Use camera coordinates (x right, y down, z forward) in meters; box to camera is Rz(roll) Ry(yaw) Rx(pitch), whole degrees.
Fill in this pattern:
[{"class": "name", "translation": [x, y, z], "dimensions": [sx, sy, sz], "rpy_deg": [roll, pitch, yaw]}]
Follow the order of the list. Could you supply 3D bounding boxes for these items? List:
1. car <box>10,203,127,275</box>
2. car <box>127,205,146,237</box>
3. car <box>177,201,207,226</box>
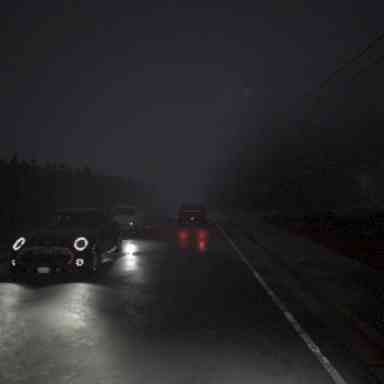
[{"class": "car", "translation": [-3.623, 1.301, 10.351], "dimensions": [2.097, 1.767, 4.553], "rpy_deg": [0, 0, 0]}, {"class": "car", "translation": [-3.563, 1.439, 17.598], "dimensions": [1.812, 1.442, 4.674], "rpy_deg": [0, 0, 0]}, {"class": "car", "translation": [0.017, 1.379, 22.515], "dimensions": [2.128, 1.511, 4.902], "rpy_deg": [0, 0, 0]}]
